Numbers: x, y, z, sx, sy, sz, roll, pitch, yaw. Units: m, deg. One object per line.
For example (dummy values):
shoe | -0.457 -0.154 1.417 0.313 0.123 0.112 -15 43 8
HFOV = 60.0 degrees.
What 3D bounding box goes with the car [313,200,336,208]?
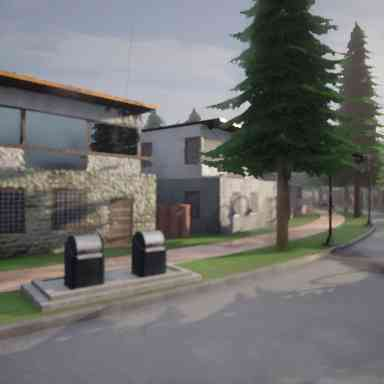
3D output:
car | 22.247 2.001 55.974 1.895 1.301 4.718 0 0 -6
